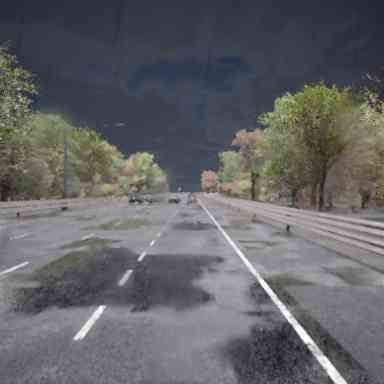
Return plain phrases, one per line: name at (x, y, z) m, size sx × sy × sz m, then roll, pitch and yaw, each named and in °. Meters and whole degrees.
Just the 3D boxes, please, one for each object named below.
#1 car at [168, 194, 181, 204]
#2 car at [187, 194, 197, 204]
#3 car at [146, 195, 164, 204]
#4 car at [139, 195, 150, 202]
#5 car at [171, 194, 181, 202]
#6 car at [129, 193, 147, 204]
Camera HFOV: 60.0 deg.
car at (-3.477, 1.521, 62.818) m, size 1.882 × 1.535 × 5.008 m, roll 0°, pitch 0°, yaw 0°
car at (0.022, 1.603, 62.817) m, size 2.033 × 1.411 × 5.357 m, roll 0°, pitch 0°, yaw 0°
car at (-6.977, 1.541, 62.820) m, size 1.837 × 1.490 × 4.892 m, roll 0°, pitch 0°, yaw 0°
car at (-10.474, 1.467, 73.665) m, size 1.812 × 1.442 × 4.674 m, roll 0°, pitch 0°, yaw 0°
car at (-3.473, 1.303, 73.836) m, size 2.097 × 1.767 × 4.553 m, roll 0°, pitch 0°, yaw 0°
car at (-10.477, 1.262, 62.852) m, size 2.150 × 2.045 × 5.566 m, roll 0°, pitch 0°, yaw 0°
